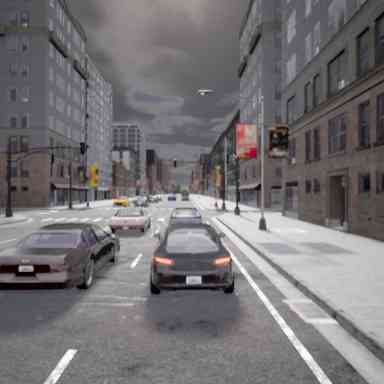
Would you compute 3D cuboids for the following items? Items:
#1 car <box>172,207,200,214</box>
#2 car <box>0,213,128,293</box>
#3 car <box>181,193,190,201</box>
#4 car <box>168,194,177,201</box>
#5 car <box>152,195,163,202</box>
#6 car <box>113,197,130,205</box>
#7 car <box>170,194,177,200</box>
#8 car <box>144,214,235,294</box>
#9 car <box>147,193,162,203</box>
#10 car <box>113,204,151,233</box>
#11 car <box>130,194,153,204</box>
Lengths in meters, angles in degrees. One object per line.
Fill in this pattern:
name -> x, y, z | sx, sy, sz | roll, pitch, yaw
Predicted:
car -> -0.340, 1.545, 18.264 | 2.033, 1.411, 5.357 | 0, 0, -1
car -> -3.299, 1.546, 9.011 | 2.033, 1.411, 5.357 | 0, 0, -1
car -> -1.622, 1.586, 81.045 | 1.895, 1.301, 4.718 | 0, 0, -1
car -> -4.863, 1.468, 80.532 | 1.882, 1.535, 5.008 | 0, 0, -1
car -> -8.079, 1.517, 78.829 | 2.128, 1.511, 4.902 | 0, 0, -1
car -> -10.871, 1.478, 51.740 | 1.882, 1.535, 5.008 | 0, 0, -1
car -> -5.076, 1.359, 90.950 | 1.837, 1.490, 4.892 | 0, 0, -1
car -> -0.043, 1.524, 8.677 | 1.812, 1.442, 4.674 | 0, 0, -2
car -> -7.866, 1.491, 67.771 | 2.128, 1.511, 4.902 | 0, 0, -1
car -> -3.520, 1.598, 19.680 | 1.895, 1.301, 4.718 | 0, 0, -1
car -> -7.588, 1.492, 50.268 | 2.128, 1.511, 4.902 | 0, 0, -1
